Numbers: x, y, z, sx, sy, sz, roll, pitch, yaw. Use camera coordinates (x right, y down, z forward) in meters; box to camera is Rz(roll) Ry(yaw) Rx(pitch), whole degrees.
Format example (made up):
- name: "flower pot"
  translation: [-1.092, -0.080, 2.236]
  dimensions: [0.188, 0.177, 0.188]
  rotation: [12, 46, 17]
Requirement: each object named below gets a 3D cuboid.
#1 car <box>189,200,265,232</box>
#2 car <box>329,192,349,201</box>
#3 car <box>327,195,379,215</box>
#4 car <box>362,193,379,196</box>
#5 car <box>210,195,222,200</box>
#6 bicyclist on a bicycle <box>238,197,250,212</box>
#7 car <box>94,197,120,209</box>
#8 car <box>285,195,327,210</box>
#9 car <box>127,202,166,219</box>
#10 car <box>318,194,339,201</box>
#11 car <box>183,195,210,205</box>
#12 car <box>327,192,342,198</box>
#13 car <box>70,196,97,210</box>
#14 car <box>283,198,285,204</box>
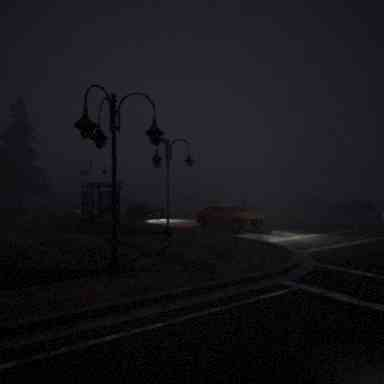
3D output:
- name: "car"
  translation: [2.217, 1.477, 20.292]
  dimensions: [1.882, 1.535, 5.008]
  rotation: [0, 0, -36]
- name: "car"
  translation: [33.770, 1.006, 76.363]
  dimensions: [1.905, 1.878, 3.866]
  rotation: [0, 0, -36]
- name: "car"
  translation: [15.451, 1.352, 31.942]
  dimensions: [1.845, 1.501, 3.633]
  rotation: [0, 0, -36]
- name: "car"
  translation: [35.663, 1.031, 68.049]
  dimensions: [1.932, 1.855, 4.605]
  rotation: [0, 0, -36]
- name: "car"
  translation: [2.849, 1.305, 54.996]
  dimensions: [2.152, 1.636, 5.027]
  rotation: [0, 0, -36]
- name: "bicyclist on a bicycle"
  translation: [4.595, 1.291, 29.738]
  dimensions: [1.656, 1.620, 0.582]
  rotation: [0, 0, -36]
- name: "car"
  translation: [-11.690, 1.520, 45.566]
  dimensions: [1.812, 1.442, 4.674]
  rotation: [0, 0, -35]
- name: "car"
  translation: [13.569, 1.359, 39.714]
  dimensions: [1.970, 1.475, 3.806]
  rotation: [0, 0, -36]
- name: "car"
  translation: [-3.980, 1.563, 28.801]
  dimensions: [1.994, 1.385, 4.181]
  rotation: [0, 0, -37]
- name: "car"
  translation: [30.709, 1.294, 74.930]
  dimensions: [1.970, 1.475, 3.806]
  rotation: [0, 0, -36]
- name: "car"
  translation: [0.326, 1.318, 53.131]
  dimensions: [2.007, 1.523, 4.514]
  rotation: [0, 0, -36]
- name: "car"
  translation: [25.109, 1.246, 61.395]
  dimensions: [2.007, 1.523, 4.514]
  rotation: [0, 0, -36]
- name: "car"
  translation: [-14.100, 1.350, 42.818]
  dimensions: [2.097, 1.767, 4.553]
  rotation: [0, 0, -36]
- name: "car"
  translation: [16.949, 1.280, 55.627]
  dimensions: [1.845, 1.501, 3.633]
  rotation: [0, 0, -36]
